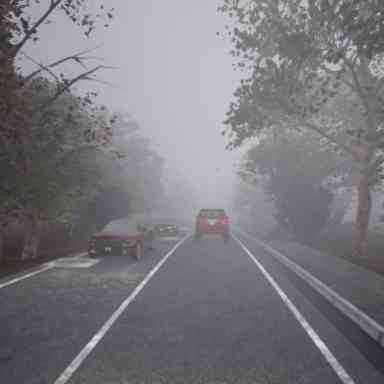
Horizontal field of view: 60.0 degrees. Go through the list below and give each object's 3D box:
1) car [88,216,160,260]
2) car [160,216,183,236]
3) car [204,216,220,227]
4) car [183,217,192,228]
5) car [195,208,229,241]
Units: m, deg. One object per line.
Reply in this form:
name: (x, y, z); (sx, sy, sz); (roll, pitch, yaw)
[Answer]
car: (-2.821, 1.874, 14.237); (1.882, 1.535, 5.008); (1, -3, 3)
car: (-2.072, 2.676, 26.607); (1.837, 1.490, 4.892); (0, -4, 4)
car: (2.822, 4.075, 46.693); (2.128, 1.511, 4.902); (0, -4, 5)
car: (-1.093, 3.832, 42.099); (1.994, 1.385, 4.181); (1, -4, 3)
car: (1.384, 2.182, 22.868); (2.150, 2.045, 5.566); (0, -4, 3)
